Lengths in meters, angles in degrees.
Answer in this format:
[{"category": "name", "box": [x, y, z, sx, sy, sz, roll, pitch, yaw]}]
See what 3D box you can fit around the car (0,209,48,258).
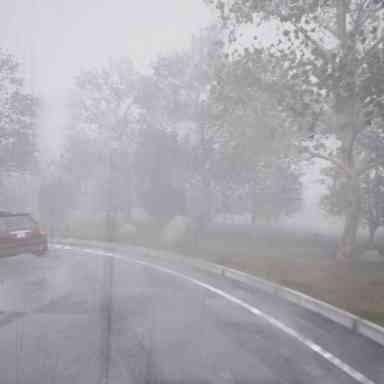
[{"category": "car", "box": [-7.431, 1.517, 12.390, 4.553, 1.767, 2.097, -1, 0, 36]}]
